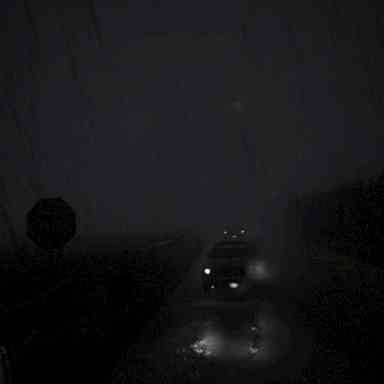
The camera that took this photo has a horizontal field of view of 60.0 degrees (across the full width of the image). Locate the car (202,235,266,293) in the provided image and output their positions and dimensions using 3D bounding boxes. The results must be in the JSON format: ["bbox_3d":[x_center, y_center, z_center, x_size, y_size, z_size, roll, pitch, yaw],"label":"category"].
[{"bbox_3d":[1.458,2.387,11.329,1.895,1.301,4.718,-3,-4,8],"label":"car"}]

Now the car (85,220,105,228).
[{"bbox_3d":[-23.856,8.050,82.050,4.611,1.667,2.242,-3,-4,6],"label":"car"}]

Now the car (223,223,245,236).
[{"bbox_3d":[3.756,3.493,29.630,1.895,1.301,4.718,-3,-4,7],"label":"car"}]
